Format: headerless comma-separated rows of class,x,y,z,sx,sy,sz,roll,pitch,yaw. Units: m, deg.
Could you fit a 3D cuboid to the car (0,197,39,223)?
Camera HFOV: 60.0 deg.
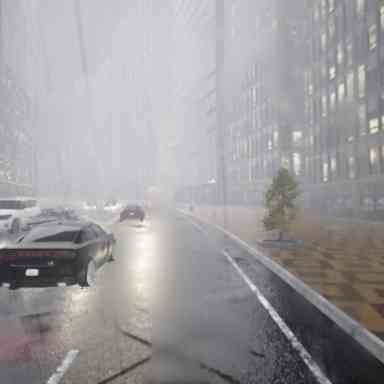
car,-10.831,1.342,19.834,2.150,2.045,5.566,0,0,-5

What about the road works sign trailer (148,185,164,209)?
road works sign trailer,-5.583,0.770,50.798,2.380,3.560,2.880,0,0,-14

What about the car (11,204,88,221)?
car,-7.433,1.601,17.939,2.128,1.511,4.902,0,0,-5

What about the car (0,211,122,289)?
car,-3.438,1.537,9.413,1.882,1.535,5.008,0,0,-2

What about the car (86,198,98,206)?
car,-18.175,1.831,60.597,2.128,1.511,4.902,0,0,-15

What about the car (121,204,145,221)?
car,-5.083,1.733,28.675,1.994,1.385,4.181,0,0,-7

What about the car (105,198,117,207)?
car,-14.205,1.825,58.230,2.128,1.511,4.902,0,0,-14
